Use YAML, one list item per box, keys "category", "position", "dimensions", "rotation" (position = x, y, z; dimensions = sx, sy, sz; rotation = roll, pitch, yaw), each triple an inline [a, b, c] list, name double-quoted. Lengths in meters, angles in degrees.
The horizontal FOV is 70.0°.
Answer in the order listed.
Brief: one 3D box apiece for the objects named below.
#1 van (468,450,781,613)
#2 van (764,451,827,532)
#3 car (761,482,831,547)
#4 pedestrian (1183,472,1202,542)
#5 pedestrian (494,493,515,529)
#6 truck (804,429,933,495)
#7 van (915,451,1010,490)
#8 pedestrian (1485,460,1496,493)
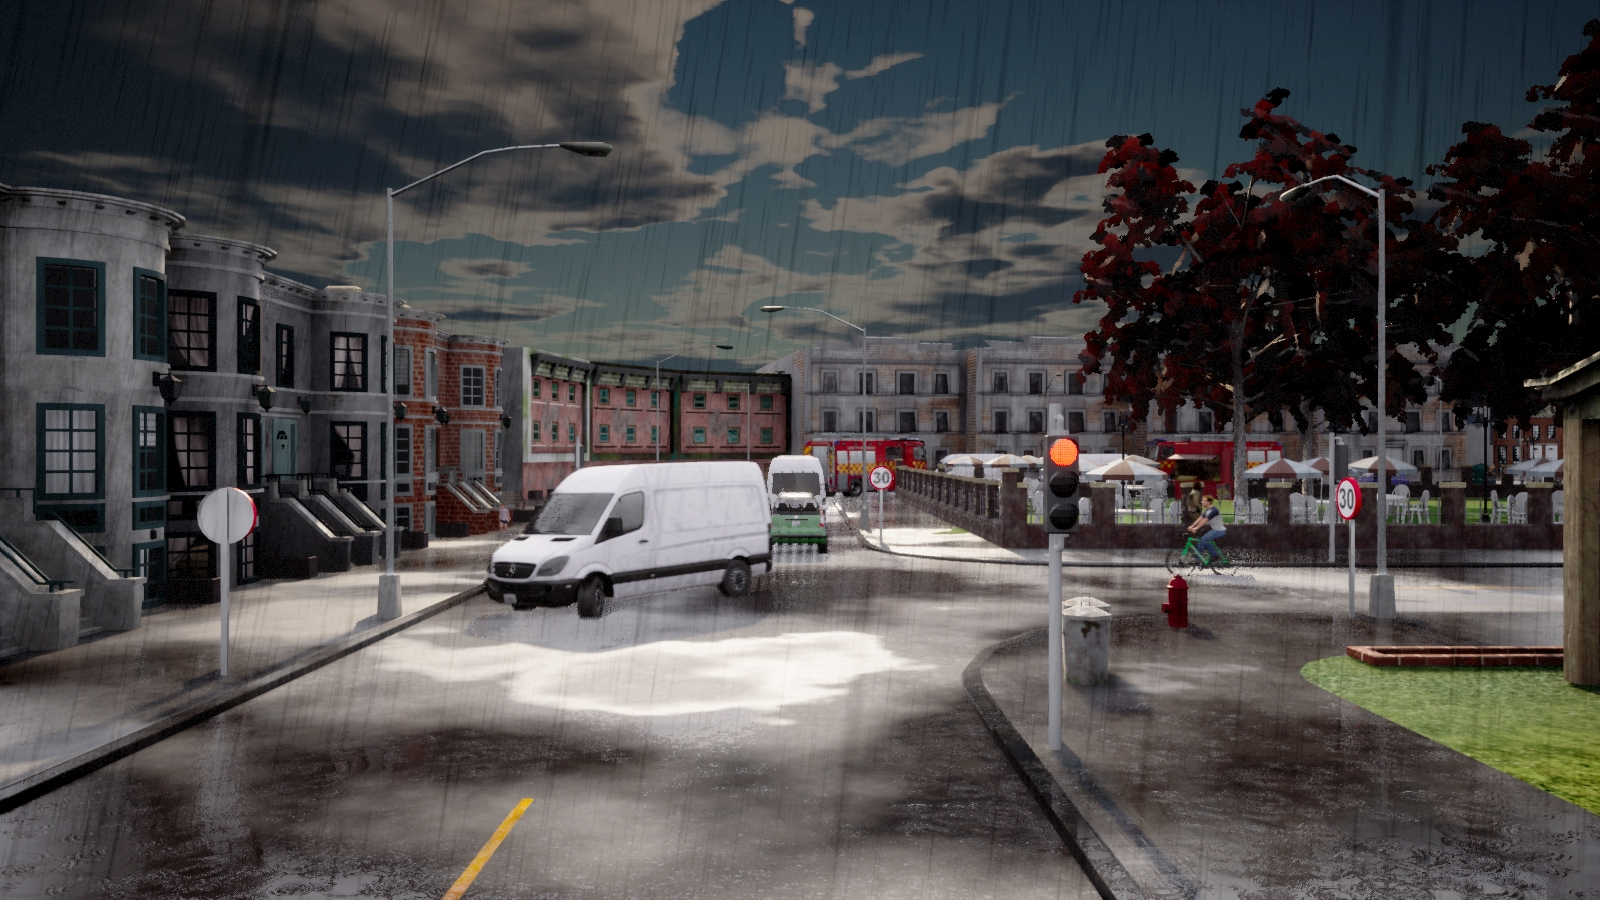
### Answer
- category: "van"
  position: [-2.979, 1.314, 20.935]
  dimensions: [1.988, 2.561, 5.915]
  rotation: [-2, -1, 37]
- category: "van"
  position: [-0.147, 1.315, 39.074]
  dimensions: [1.988, 2.561, 5.915]
  rotation: [0, 0, 0]
- category: "car"
  position: [-0.119, 1.779, 32.373]
  dimensions: [1.851, 1.617, 3.988]
  rotation: [0, 0, 0]
- category: "pedestrian"
  position: [10.500, 1.517, 30.553]
  dimensions: [0.375, 1.860, 0.375]
  rotation: [0, 0, 0]
- category: "pedestrian"
  position: [-9.213, 1.904, 35.614]
  dimensions: [0.500, 1.100, 0.500]
  rotation: [0, 0, 8]
- category: "truck"
  position: [4.295, 0.672, 70.228]
  dimensions: [8.468, 3.827, 2.891]
  rotation: [0, 0, -43]
- category: "van"
  position: [10.550, 1.314, 74.428]
  dimensions: [5.915, 2.561, 1.988]
  rotation: [0, 0, 0]
- category: "pedestrian"
  position: [39.768, 1.524, 65.814]
  dimensions: [0.375, 1.860, 0.375]
  rotation: [0, 0, 2]
